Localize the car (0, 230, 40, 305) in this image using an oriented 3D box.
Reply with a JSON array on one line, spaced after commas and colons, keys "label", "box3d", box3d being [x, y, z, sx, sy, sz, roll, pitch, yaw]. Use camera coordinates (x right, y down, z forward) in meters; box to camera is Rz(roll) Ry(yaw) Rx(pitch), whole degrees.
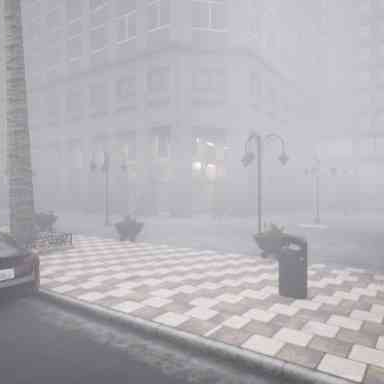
[{"label": "car", "box3d": [-5.249, 1.513, 7.203, 4.786, 1.482, 2.161, 0, 0, 35]}]
